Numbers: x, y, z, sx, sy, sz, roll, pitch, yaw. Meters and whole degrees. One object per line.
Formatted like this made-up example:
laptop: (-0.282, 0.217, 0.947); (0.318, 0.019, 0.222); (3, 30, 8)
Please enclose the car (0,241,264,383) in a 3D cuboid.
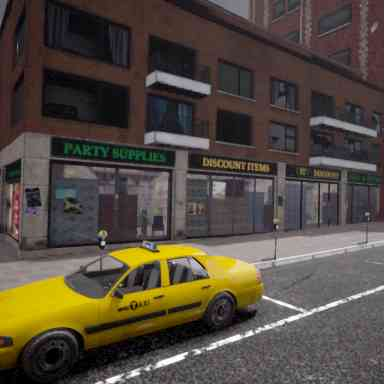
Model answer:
car: (-0.937, 1.527, 5.404); (4.829, 1.417, 1.752); (0, 2, -35)
